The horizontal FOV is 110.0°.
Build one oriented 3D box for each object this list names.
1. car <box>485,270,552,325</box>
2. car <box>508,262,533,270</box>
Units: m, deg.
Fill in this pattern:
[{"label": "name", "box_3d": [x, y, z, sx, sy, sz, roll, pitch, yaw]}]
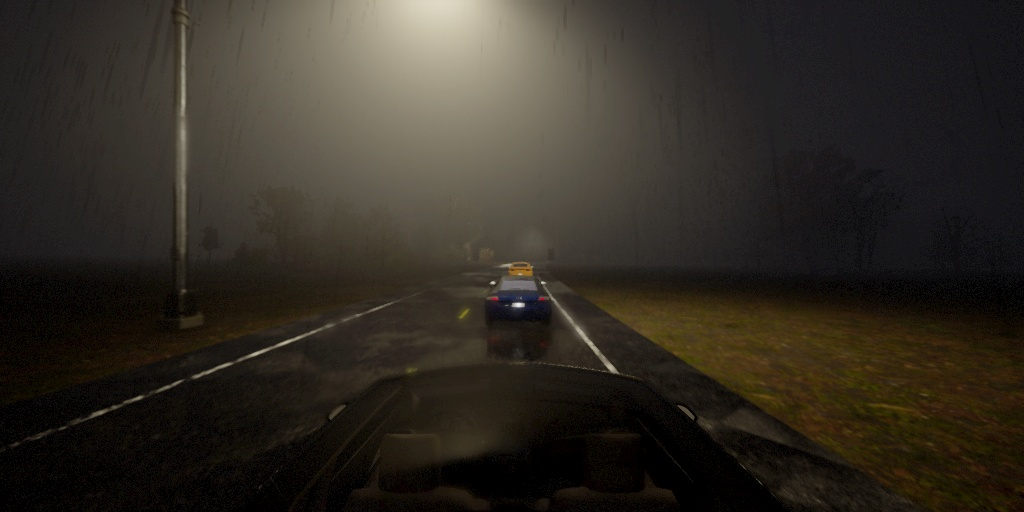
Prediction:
[{"label": "car", "box_3d": [0.210, 1.317, 11.855, 1.994, 1.385, 4.181, 0, 0, 1]}, {"label": "car", "box_3d": [0.717, 1.234, 29.467, 1.882, 1.535, 5.008, 0, 0, 2]}]
